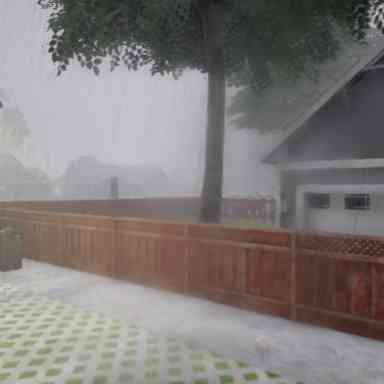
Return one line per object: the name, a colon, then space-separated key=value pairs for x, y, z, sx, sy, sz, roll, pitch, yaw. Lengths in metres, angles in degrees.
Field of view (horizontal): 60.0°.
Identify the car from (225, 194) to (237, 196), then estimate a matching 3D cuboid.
car: x=5.929 y=1.170 z=52.641 sx=1.837 sy=1.490 sz=4.892 roll=0 pitch=0 yaw=36
